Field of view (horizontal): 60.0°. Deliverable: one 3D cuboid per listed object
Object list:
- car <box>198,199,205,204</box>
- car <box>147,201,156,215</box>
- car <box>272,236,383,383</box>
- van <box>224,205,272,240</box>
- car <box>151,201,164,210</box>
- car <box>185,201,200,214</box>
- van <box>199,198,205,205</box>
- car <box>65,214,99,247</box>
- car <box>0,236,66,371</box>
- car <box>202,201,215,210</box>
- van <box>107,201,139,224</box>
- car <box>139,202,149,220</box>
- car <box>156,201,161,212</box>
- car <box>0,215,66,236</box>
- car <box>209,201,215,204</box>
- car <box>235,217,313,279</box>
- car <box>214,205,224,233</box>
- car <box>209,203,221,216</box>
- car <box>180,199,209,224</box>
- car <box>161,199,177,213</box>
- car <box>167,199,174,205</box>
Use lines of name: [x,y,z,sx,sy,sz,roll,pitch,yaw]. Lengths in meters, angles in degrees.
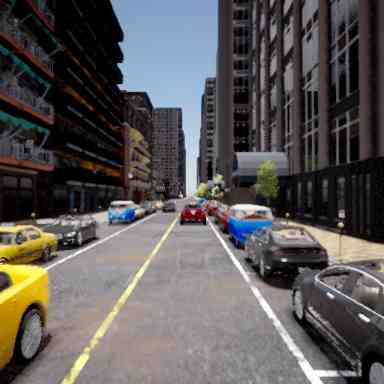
car: [2.667,2.742,95.332,1.752,1.417,4.829,0,-1,0]
car: [-5.698,2.022,38.529,1.947,1.339,4.313,0,-1,0]
car: [2.690,1.604,4.550,2.008,1.369,4.403,0,-1,0]
van: [2.688,1.528,15.879,1.690,1.788,3.998,0,-1,0]
car: [-5.702,2.191,55.347,1.752,1.417,4.829,0,-1,0]
car: [0.086,1.989,43.169,1.882,1.535,5.008,0,-1,0]
van: [2.668,2.476,89.500,1.690,1.788,3.998,0,-1,0]
car: [-5.693,1.738,15.875,2.008,1.369,4.403,0,-1,0]
car: [-3.102,1.514,3.092,1.882,1.535,5.008,0,-1,0]
car: [2.677,2.213,55.519,1.887,1.381,4.507,0,-1,0]
van: [-5.695,1.662,27.204,1.690,1.788,3.998,0,-1,0]
car: [-5.697,1.912,32.696,1.752,1.417,4.829,0,-1,0]
car: [-5.699,1.964,44.192,1.967,1.590,4.097,0,-1,0]
car: [-5.691,1.643,10.041,1.752,1.417,4.829,0,-1,0]
car: [2.682,2.001,38.532,1.887,1.381,4.507,0,-1,0]
car: [2.689,1.671,10.213,2.008,1.369,4.403,0,-1,0]
car: [2.686,1.799,21.540,1.887,1.381,4.507,0,-1,0]
car: [2.685,1.872,27.204,2.008,1.369,4.403,0,-1,0]
car: [0.093,1.685,28.165,2.097,1.767,4.553,0,-1,0]
car: [-3.096,2.042,45.363,1.837,1.490,4.892,0,-1,0]
car: [-5.711,2.658,89.326,1.752,1.417,4.829,0,-1,0]
